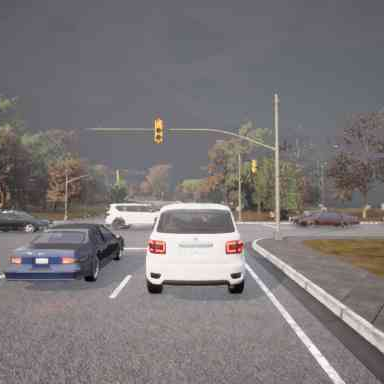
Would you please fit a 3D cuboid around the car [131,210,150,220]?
[{"bbox_3d":[-7.071,3.150,45.821,1.895,1.301,4.718,0,-2,-1],"label":"car"}]

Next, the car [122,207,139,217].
[{"bbox_3d":[-10.558,3.377,57.475,2.033,1.411,5.357,0,-1,1],"label":"car"}]

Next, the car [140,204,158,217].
[{"bbox_3d":[-7.071,3.015,55.349,2.150,2.045,5.566,0,-1,0],"label":"car"}]

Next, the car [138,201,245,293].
[{"bbox_3d":[0.086,1.321,9.202,2.150,2.045,5.566,0,-1,0],"label":"car"}]

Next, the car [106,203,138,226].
[{"bbox_3d":[-3.803,1.905,25.597,5.566,2.045,2.150,0,-2,3],"label":"car"}]

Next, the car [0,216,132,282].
[{"bbox_3d":[-3.414,1.665,10.057,2.033,1.411,5.357,0,-1,0],"label":"car"}]

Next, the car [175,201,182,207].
[{"bbox_3d":[-3.564,3.105,87.467,1.882,1.535,5.008,0,0,-3],"label":"car"}]

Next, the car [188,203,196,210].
[{"bbox_3d":[0.026,3.343,77.667,1.837,1.490,4.892,0,0,0],"label":"car"}]

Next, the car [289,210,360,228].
[{"bbox_3d":[11.726,2.391,29.155,5.357,1.411,2.033,0,-3,-1],"label":"car"}]

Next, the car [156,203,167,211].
[{"bbox_3d":[-6.974,3.391,75.968,2.033,1.411,5.357,0,0,0],"label":"car"}]

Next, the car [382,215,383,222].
[{"bbox_3d":[21.429,2.510,33.030,4.902,1.511,2.128,0,-3,-3],"label":"car"}]

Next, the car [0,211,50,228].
[{"bbox_3d":[-11.927,2.063,22.753,4.892,1.490,1.837,-1,-2,7],"label":"car"}]

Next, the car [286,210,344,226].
[{"bbox_3d":[12.007,2.493,32.670,4.902,1.511,2.128,0,-3,-1],"label":"car"}]

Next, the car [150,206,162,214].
[{"bbox_3d":[-7.018,3.490,65.271,1.895,1.301,4.718,0,0,1],"label":"car"}]

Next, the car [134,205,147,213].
[{"bbox_3d":[-10.487,3.490,67.758,1.895,1.301,4.718,0,0,0],"label":"car"}]

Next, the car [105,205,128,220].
[{"bbox_3d":[-10.592,2.815,47.182,2.150,2.045,5.566,0,-2,-2],"label":"car"}]

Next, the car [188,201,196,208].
[{"bbox_3d":[-0.088,3.299,87.819,1.837,1.490,4.892,0,0,-3],"label":"car"}]
